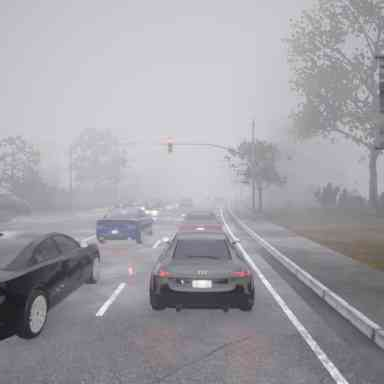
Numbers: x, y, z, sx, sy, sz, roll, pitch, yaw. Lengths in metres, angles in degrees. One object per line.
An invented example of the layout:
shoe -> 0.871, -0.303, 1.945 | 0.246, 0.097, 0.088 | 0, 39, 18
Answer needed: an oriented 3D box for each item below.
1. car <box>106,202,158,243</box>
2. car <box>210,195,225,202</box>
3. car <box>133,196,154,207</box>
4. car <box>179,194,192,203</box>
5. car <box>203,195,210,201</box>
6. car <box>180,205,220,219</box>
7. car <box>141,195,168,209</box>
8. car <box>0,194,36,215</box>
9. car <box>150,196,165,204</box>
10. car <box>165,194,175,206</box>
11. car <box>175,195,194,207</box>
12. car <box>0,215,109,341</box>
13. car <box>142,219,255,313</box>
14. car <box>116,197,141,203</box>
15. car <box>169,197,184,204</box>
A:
car -> -3.070, 1.476, 16.014 | 1.882, 1.535, 5.008 | 0, 0, 2
car -> 5.802, 1.467, 74.258 | 1.882, 1.535, 5.008 | 0, 0, 9
car -> -7.675, 1.488, 52.619 | 2.128, 1.511, 4.902 | 0, 0, 6
car -> -1.465, 1.350, 73.058 | 2.097, 1.767, 4.553 | 0, 0, 8
car -> 3.896, 1.494, 84.250 | 1.837, 1.490, 4.892 | 0, 0, 10
car -> 0.438, 1.563, 16.179 | 1.994, 1.385, 4.181 | 0, 0, 2
car -> -4.966, 1.488, 44.517 | 2.128, 1.511, 4.902 | 0, 0, 5
car -> -18.621, 1.221, 33.186 | 5.566, 2.045, 2.150 | 0, 0, 5
car -> -6.486, 1.559, 62.559 | 1.994, 1.385, 4.181 | 0, 0, 7
car -> -4.034, 1.501, 53.771 | 1.837, 1.490, 4.892 | 0, 0, 7
car -> -0.781, 1.488, 49.128 | 2.128, 1.511, 4.902 | 0, 0, 5
car -> -3.304, 1.477, 6.614 | 1.882, 1.535, 5.008 | 0, 0, 1
car -> 0.215, 1.563, 7.778 | 1.994, 1.385, 4.181 | 0, 0, 1
car -> -8.578, 1.488, 43.436 | 2.128, 1.511, 4.902 | 0, 0, 5
car -> -2.914, 1.596, 62.896 | 1.895, 1.301, 4.718 | 0, 0, 8
